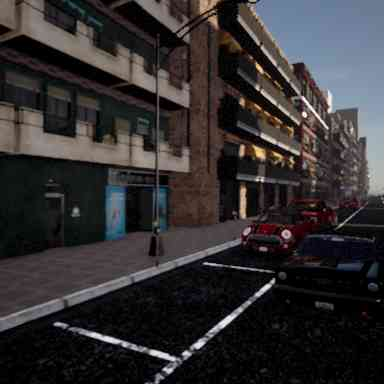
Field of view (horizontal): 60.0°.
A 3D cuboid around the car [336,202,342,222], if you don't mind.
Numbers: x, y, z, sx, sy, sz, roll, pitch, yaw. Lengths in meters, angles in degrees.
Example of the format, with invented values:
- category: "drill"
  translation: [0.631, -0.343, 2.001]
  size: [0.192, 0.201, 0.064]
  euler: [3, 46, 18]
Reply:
- category: "car"
  translation: [9.000, 1.614, 23.034]
  size: [1.802, 1.307, 4.206]
  euler: [0, 0, 30]

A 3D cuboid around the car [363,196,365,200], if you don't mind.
- category: "car"
  translation: [25.662, 1.631, 52.463]
  size: [1.887, 1.381, 4.507]
  euler: [0, 0, 30]

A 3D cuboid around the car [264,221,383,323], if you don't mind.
- category: "car"
  translation: [3.321, 1.612, 7.548]
  size: [1.895, 1.301, 4.718]
  euler: [0, 0, 29]

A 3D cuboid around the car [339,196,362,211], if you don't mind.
- category: "car"
  translation: [20.110, 1.384, 42.653]
  size: [2.192, 1.841, 5.009]
  euler: [0, 0, 30]

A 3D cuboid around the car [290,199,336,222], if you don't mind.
- category: "car"
  translation: [6.225, 1.338, 18.129]
  size: [2.192, 1.841, 5.009]
  euler: [0, 0, 30]

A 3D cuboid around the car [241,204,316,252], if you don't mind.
- category: "car"
  translation: [3.447, 1.453, 13.224]
  size: [1.967, 1.590, 4.097]
  euler: [0, 0, 30]
